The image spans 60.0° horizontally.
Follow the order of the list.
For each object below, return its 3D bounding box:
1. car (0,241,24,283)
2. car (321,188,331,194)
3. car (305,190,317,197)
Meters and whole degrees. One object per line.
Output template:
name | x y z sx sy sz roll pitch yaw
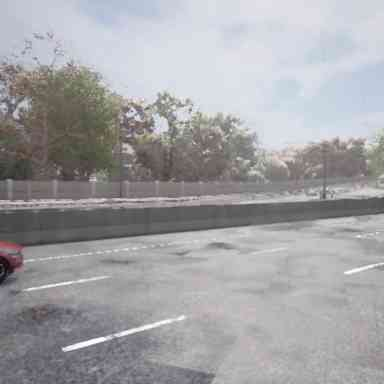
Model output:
car | -6.503 1.532 7.706 4.674 1.442 1.812 0 0 -35
car | 35.687 -0.262 88.703 2.128 1.511 4.902 0 2 34
car | 27.247 0.312 75.826 2.128 1.511 4.902 0 1 32
